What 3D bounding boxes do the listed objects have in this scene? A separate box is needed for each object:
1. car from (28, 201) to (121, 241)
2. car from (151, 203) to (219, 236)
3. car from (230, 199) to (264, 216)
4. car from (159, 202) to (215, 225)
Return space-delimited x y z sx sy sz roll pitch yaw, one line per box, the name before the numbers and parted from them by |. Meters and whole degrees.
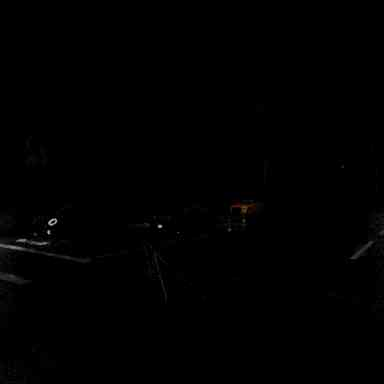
car | -5.901 1.366 17.103 2.097 1.767 4.553 0 0 35
car | -0.231 1.506 18.724 2.128 1.511 4.902 0 0 35
car | 5.645 1.492 33.610 1.882 1.535 5.008 0 0 35
car | -0.270 1.540 25.160 1.812 1.442 4.674 0 0 35
